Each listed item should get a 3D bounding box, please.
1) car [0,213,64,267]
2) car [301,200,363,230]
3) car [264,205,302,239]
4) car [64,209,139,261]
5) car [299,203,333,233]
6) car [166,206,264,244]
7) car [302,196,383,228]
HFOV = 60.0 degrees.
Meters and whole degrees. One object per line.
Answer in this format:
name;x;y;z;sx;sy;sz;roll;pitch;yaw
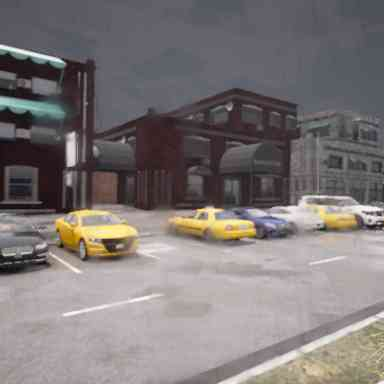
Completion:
car;-6.114;1.473;10.987;2.231;1.521;4.892;0;0;-35
car;7.361;1.507;20.790;1.946;1.575;5.366;1;0;-35
car;3.041;1.514;17.493;2.002;1.452;4.674;0;0;-35
car;-3.747;1.468;12.669;2.097;1.535;5.008;0;0;-35
car;5.209;1.528;19.029;2.002;1.452;4.674;0;0;-35
car;0.677;1.464;16.036;1.946;1.575;5.366;0;0;-35
car;9.752;1.288;22.228;2.435;2.045;5.566;1;0;-35
